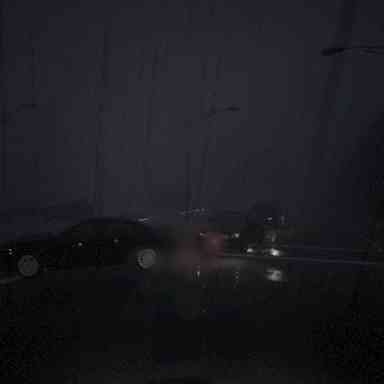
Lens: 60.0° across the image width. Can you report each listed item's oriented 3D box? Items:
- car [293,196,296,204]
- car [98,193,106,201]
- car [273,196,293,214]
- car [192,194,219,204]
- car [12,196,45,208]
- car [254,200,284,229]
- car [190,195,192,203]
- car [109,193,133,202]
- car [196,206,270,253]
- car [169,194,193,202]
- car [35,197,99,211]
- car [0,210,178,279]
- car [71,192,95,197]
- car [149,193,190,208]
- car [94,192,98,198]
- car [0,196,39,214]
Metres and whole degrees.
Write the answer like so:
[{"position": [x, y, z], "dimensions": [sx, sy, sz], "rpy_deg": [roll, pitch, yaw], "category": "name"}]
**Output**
[{"position": [18.569, 1.476, 62.988], "dimensions": [1.837, 1.490, 4.892], "rpy_deg": [0, 0, 19], "category": "car"}, {"position": [-20.342, 1.013, 70.932], "dimensions": [3.866, 1.878, 1.905], "rpy_deg": [0, 0, 18], "category": "car"}, {"position": [9.122, 1.471, 34.824], "dimensions": [2.128, 1.511, 4.902], "rpy_deg": [0, 0, 19], "category": "car"}, {"position": [1.557, 1.124, 56.812], "dimensions": [5.027, 1.636, 2.152], "rpy_deg": [0, 0, 18], "category": "car"}, {"position": [-21.779, 1.273, 44.270], "dimensions": [3.633, 1.501, 1.845], "rpy_deg": [0, 0, 18], "category": "car"}, {"position": [4.760, 1.488, 21.821], "dimensions": [1.837, 1.490, 4.892], "rpy_deg": [0, 0, 19], "category": "car"}, {"position": [-2.511, 1.051, 44.681], "dimensions": [3.866, 1.878, 1.905], "rpy_deg": [0, 0, 18], "category": "car"}, {"position": [-13.927, 1.044, 65.314], "dimensions": [4.605, 1.855, 1.932], "rpy_deg": [0, 0, 18], "category": "car"}, {"position": [1.785, 1.514, 13.926], "dimensions": [1.812, 1.442, 4.674], "rpy_deg": [0, 0, 24], "category": "car"}, {"position": [-2.229, 1.256, 68.713], "dimensions": [4.514, 1.523, 2.007], "rpy_deg": [0, 0, 18], "category": "car"}, {"position": [-9.083, 1.355, 24.219], "dimensions": [3.633, 1.501, 1.845], "rpy_deg": [0, 0, 18], "category": "car"}, {"position": [-2.927, 1.475, 9.924], "dimensions": [5.008, 1.535, 1.882], "rpy_deg": [0, 0, -19], "category": "car"}, {"position": [-18.562, 1.248, 53.730], "dimensions": [4.514, 1.523, 2.007], "rpy_deg": [0, 0, 18], "category": "car"}, {"position": [-3.044, 1.073, 41.795], "dimensions": [4.605, 1.855, 1.932], "rpy_deg": [0, 0, 18], "category": "car"}, {"position": [-21.979, 1.297, 67.974], "dimensions": [3.806, 1.475, 1.970], "rpy_deg": [0, 0, 18], "category": "car"}, {"position": [-15.171, 1.355, 29.404], "dimensions": [3.806, 1.475, 1.970], "rpy_deg": [0, 0, 18], "category": "car"}]
